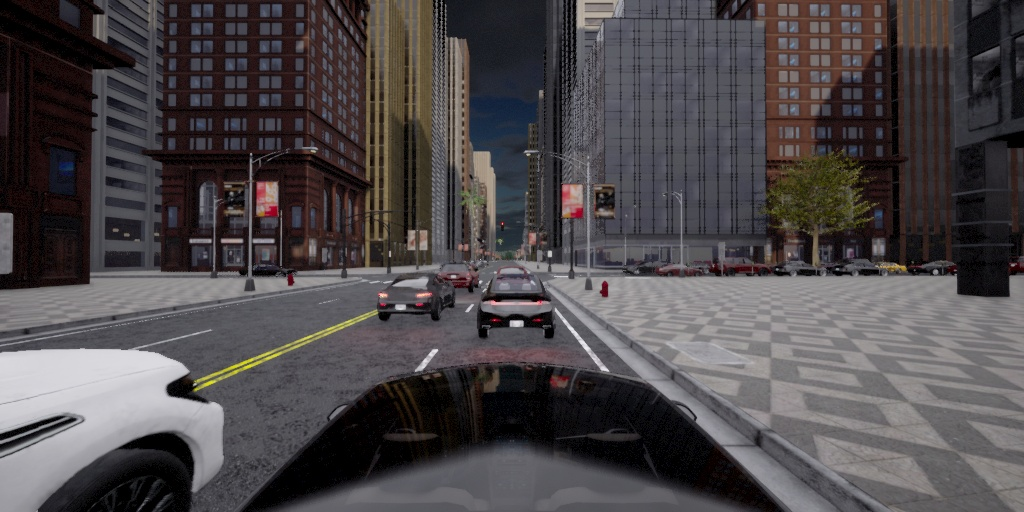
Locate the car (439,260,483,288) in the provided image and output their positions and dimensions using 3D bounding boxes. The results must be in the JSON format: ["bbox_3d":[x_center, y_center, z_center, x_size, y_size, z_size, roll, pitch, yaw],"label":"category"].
[{"bbox_3d":[-3.148,1.141,21.417,2.097,1.767,4.553,0,0,0],"label":"car"}]

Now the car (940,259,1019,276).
[{"bbox_3d":[43.507,1.212,33.416,4.507,1.381,1.888,0,0,-1],"label":"car"}]

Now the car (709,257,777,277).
[{"bbox_3d":[20.957,1.040,33.067,5.009,1.841,2.192,0,0,-1],"label":"car"}]

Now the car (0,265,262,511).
[{"bbox_3d":[-3.151,0.973,0.165,2.150,2.045,5.566,0,0,0],"label":"car"}]

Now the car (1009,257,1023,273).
[{"bbox_3d":[49.145,0.971,33.502,5.009,1.841,2.192,0,0,-1],"label":"car"}]

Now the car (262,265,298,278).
[{"bbox_3d":[-23.675,1.532,35.012,4.718,1.301,1.895,0,-1,0],"label":"car"}]

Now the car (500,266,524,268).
[{"bbox_3d":[0.001,1.259,19.625,1.882,1.535,5.008,0,0,0],"label":"car"}]

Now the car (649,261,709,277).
[{"bbox_3d":[15.318,1.326,32.980,4.207,1.307,1.802,0,0,-1],"label":"car"}]

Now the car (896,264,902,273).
[{"bbox_3d":[43.211,1.294,41.936,4.829,1.417,1.751,0,0,-1],"label":"car"}]

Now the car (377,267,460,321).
[{"bbox_3d":[-3.149,1.287,12.437,1.812,1.442,4.674,0,0,0],"label":"car"}]

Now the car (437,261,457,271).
[{"bbox_3d":[-9.840,1.534,54.775,2.033,1.411,5.357,0,0,0],"label":"car"}]

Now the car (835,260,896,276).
[{"bbox_3d":[32.231,1.258,33.241,4.313,1.339,1.948,0,0,-1],"label":"car"}]

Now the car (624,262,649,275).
[{"bbox_3d":[14.658,1.319,38.746,4.892,1.490,1.837,0,-1,-1],"label":"car"}]

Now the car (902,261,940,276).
[{"bbox_3d":[42.856,1.204,36.031,4.892,1.490,1.837,0,-1,-1],"label":"car"}]

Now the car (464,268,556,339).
[{"bbox_3d":[0.099,1.248,10.124,2.128,1.511,4.902,0,0,0],"label":"car"}]

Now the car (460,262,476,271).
[{"bbox_3d":[-6.590,1.586,54.532,1.895,1.301,4.718,0,0,0],"label":"car"}]

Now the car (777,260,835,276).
[{"bbox_3d":[26.594,1.274,33.154,4.313,1.339,1.948,0,0,-1],"label":"car"}]
